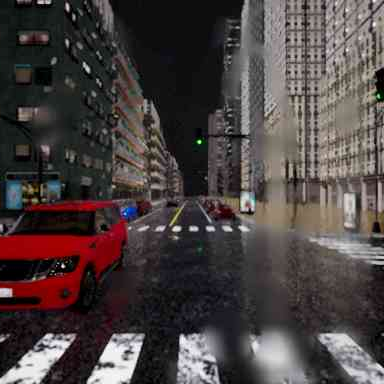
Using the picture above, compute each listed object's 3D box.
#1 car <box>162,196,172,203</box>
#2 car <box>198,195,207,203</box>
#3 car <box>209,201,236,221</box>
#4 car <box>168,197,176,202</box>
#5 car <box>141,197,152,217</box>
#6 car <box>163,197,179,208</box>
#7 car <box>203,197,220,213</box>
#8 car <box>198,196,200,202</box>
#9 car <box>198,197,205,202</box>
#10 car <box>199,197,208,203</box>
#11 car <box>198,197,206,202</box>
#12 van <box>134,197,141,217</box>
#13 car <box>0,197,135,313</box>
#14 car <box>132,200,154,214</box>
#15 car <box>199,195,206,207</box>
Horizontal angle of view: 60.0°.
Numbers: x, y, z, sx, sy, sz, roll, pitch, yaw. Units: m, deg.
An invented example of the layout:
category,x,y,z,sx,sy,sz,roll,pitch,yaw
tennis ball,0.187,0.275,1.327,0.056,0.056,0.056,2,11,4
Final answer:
category,x,y,z,sx,sy,sz,roll,pitch,yaw
car,-5.745,1.806,77.671,1.967,1.590,4.097,0,0,0
car,2.632,1.710,83.205,2.192,1.841,5.009,0,0,0
car,2.675,1.705,27.928,1.802,1.307,4.206,0,0,0
car,-5.759,2.020,94.253,1.947,1.339,4.313,0,0,0
car,-5.708,1.463,33.451,2.192,1.841,5.009,0,0,0
car,-3.040,1.780,50.902,1.994,1.385,4.181,0,0,0
car,2.667,1.614,38.984,1.967,1.590,4.097,0,0,0
car,2.644,1.859,66.621,2.008,1.369,4.403,0,0,0
car,2.621,2.037,94.259,1.802,1.307,4.206,0,0,0
car,2.635,1.948,77.676,1.802,1.307,4.206,0,0,0
car,2.626,1.975,88.731,2.008,1.369,4.403,0,0,0
van,-5.704,1.464,27.923,1.690,1.788,3.998,0,0,0
car,-3.006,1.260,8.054,2.150,2.045,5.566,0,0,0
car,-5.714,1.718,38.978,1.887,1.381,4.507,0,0,0
car,2.654,1.693,55.567,1.967,1.590,4.097,0,0,0
